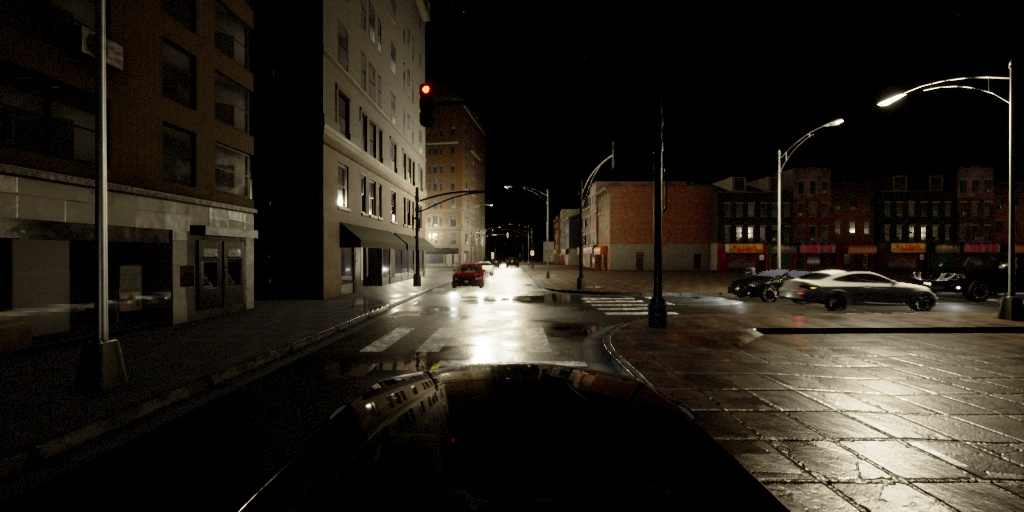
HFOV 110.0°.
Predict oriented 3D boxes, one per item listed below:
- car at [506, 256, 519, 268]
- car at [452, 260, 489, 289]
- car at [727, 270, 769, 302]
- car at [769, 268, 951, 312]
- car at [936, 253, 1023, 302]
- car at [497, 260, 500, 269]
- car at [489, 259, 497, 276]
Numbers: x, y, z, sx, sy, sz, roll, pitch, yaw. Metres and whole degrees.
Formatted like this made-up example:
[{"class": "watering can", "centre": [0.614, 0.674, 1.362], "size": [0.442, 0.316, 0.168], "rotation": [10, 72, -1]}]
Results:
[{"class": "car", "centre": [0.080, 0.991, 61.384], "size": [2.150, 2.045, 5.566], "rotation": [0, 0, 0]}, {"class": "car", "centre": [-2.716, 1.229, 23.172], "size": [1.882, 1.535, 5.008], "rotation": [0, 0, -2]}, {"class": "car", "centre": [12.042, 1.261, 15.988], "size": [4.181, 1.385, 1.994], "rotation": [0, 0, 0]}, {"class": "car", "centre": [12.597, 1.228, 13.252], "size": [4.674, 1.442, 1.812], "rotation": [0, 0, 3]}, {"class": "car", "centre": [21.320, 0.884, 16.038], "size": [5.566, 2.045, 2.150], "rotation": [0, 0, 0]}, {"class": "car", "centre": [-2.762, 1.120, 52.436], "size": [1.994, 1.385, 4.181], "rotation": [0, 0, 0]}, {"class": "car", "centre": [-2.853, 1.281, 36.671], "size": [1.812, 1.442, 4.674], "rotation": [0, 1, 0]}]
